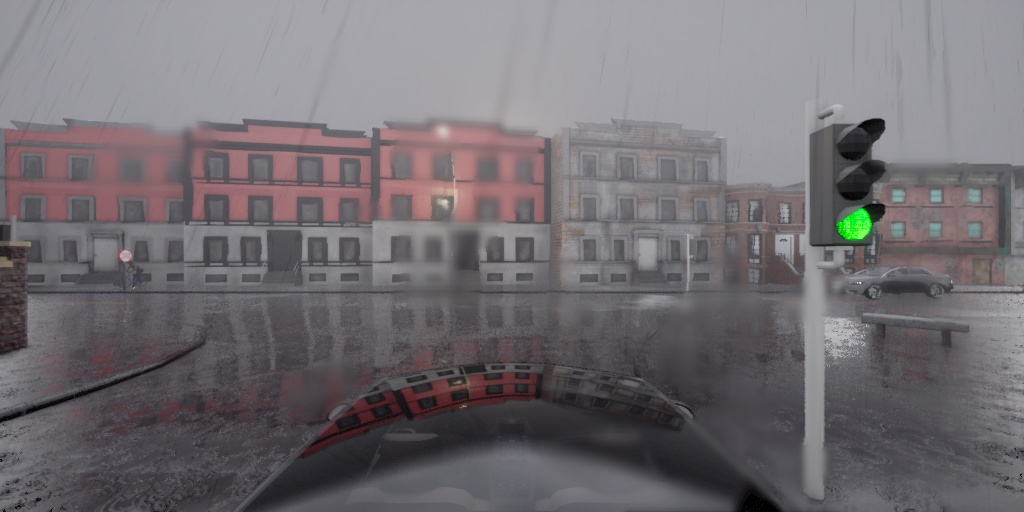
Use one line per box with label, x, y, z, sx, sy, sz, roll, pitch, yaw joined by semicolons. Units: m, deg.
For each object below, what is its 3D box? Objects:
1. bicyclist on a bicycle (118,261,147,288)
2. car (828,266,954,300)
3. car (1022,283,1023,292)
bicyclist on a bicycle;-22.695;1.105;21.480;0.582;1.620;1.656;0;0;0
car;18.122;1.247;17.311;4.902;1.511;2.128;0;0;0
car;28.016;1.107;17.306;4.553;1.767;2.097;0;0;0
